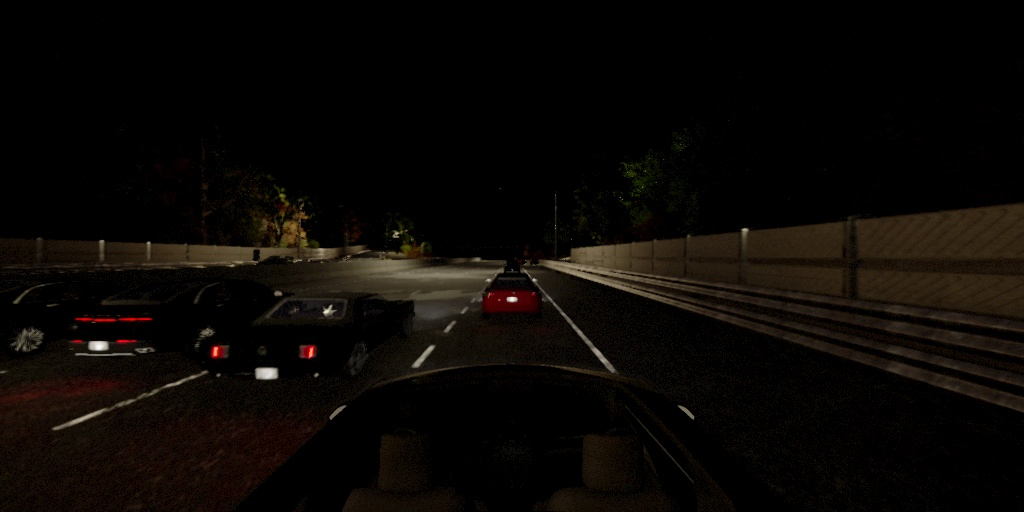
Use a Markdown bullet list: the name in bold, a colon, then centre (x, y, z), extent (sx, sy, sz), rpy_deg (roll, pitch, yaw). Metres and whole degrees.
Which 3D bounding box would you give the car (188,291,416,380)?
- **car**: centre (-3.395, 1.345, 7.198), extent (1.895, 1.301, 4.718), rpy_deg (0, 0, 0)

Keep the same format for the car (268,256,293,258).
- **car**: centre (-31.522, 0.973, 48.093), extent (2.150, 2.045, 5.566), rpy_deg (0, 0, 1)

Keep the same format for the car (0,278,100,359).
- **car**: centre (-10.395, 1.248, 8.404), extent (1.837, 1.490, 4.892), rpy_deg (0, 0, 0)

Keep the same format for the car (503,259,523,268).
- **car**: centre (0.022, 1.251, 41.722), extent (1.837, 1.490, 4.892), rpy_deg (0, 0, 0)

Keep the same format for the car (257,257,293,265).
- **car**: centre (-24.511, 1.242, 37.918), extent (1.837, 1.490, 4.892), rpy_deg (0, 2, 1)

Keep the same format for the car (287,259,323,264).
- **car**: centre (-21.011, 1.269, 37.697), extent (1.812, 1.442, 4.674), rpy_deg (0, 0, 1)

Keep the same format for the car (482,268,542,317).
- **car**: centre (0.006, 1.303, 13.039), extent (1.994, 1.385, 4.181), rpy_deg (0, 0, 0)

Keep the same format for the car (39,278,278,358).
- **car**: centre (-6.896, 1.247, 8.404), extent (1.837, 1.490, 4.892), rpy_deg (0, 0, 0)
